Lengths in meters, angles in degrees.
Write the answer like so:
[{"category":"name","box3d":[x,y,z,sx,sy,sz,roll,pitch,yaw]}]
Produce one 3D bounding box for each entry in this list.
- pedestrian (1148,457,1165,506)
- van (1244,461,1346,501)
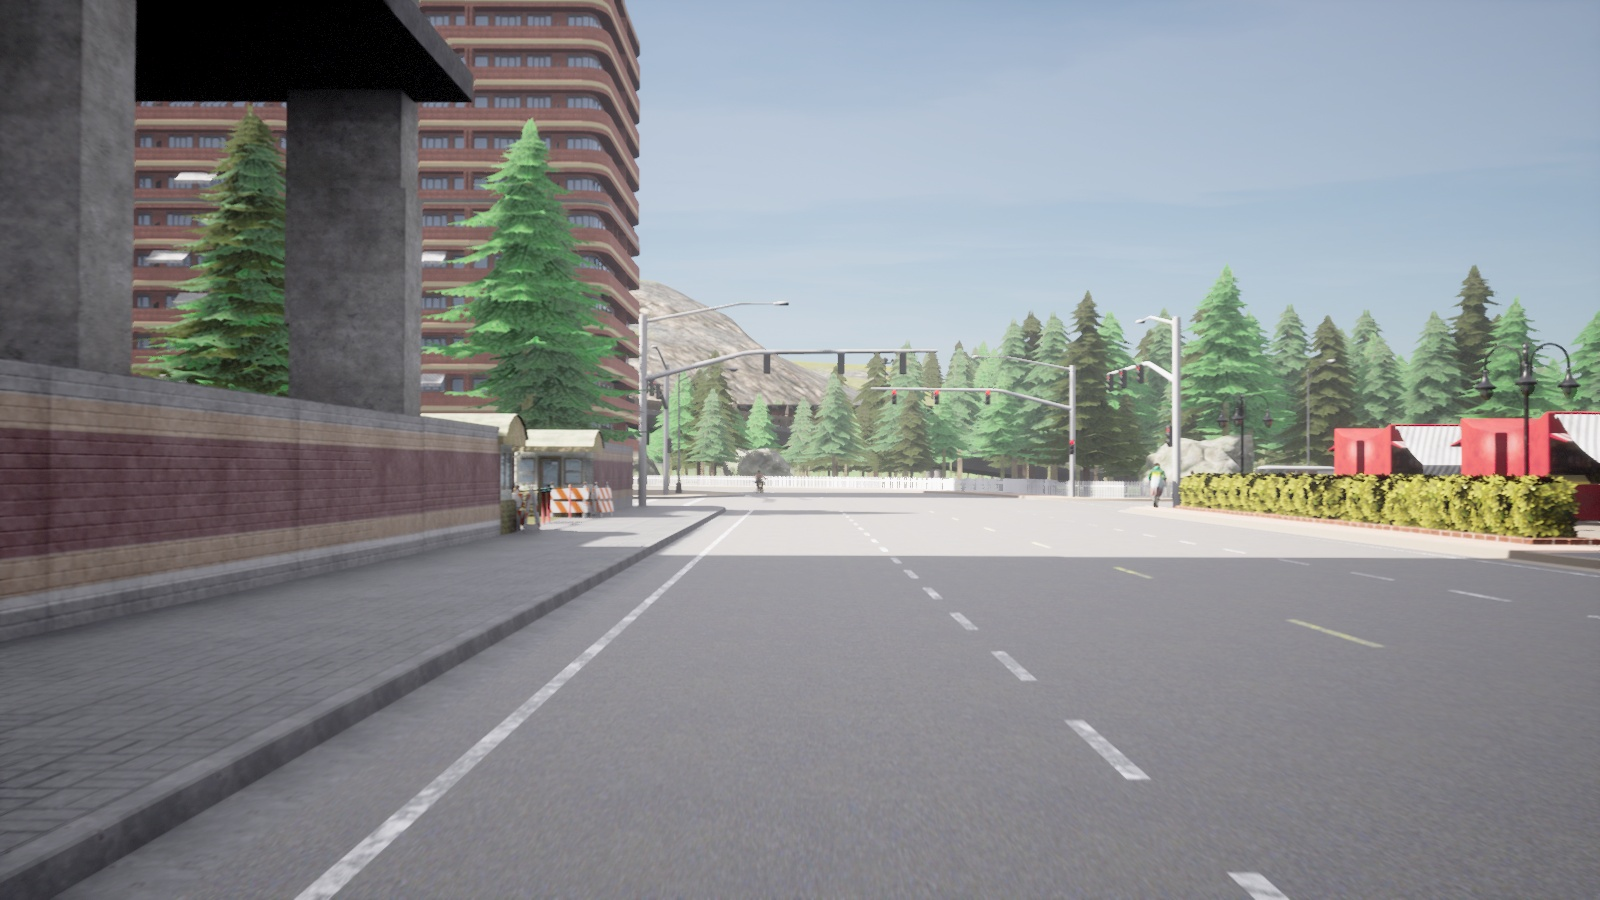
[{"category":"pedestrian","box3d":[14.312,1.255,50.424,0.659,1.952,0.873,-1,-1,16]},{"category":"van","box3d":[25.199,1.594,64.022,4.442,1.987,1.775,0,-1,0]}]
